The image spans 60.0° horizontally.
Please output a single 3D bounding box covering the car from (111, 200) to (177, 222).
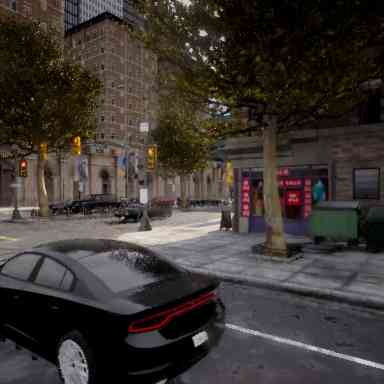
[{"bbox_3d":[-3.704,1.600,26.289,1.895,1.301,4.718,0,0,39],"label":"car"}]

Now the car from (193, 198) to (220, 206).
[{"bbox_3d":[2.649,1.600,54.448,1.895,1.301,4.718,0,0,36],"label":"car"}]

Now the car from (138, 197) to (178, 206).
[{"bbox_3d":[-4.481,1.476,44.576,1.882,1.535,5.008,0,0,36],"label":"car"}]

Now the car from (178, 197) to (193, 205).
[{"bbox_3d":[-0.923,1.562,55.491,1.994,1.385,4.181,0,0,35],"label":"car"}]

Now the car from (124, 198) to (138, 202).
[{"bbox_3d":[-7.766,1.524,45.983,1.812,1.442,4.674,0,0,36],"label":"car"}]

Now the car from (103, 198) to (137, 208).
[{"bbox_3d":[-10.271,1.593,47.917,1.895,1.301,4.718,0,0,36],"label":"car"}]

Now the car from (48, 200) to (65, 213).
[{"bbox_3d":[-13.763,1.546,37.679,2.033,1.411,5.357,0,0,36],"label":"car"}]

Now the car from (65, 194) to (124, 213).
[{"bbox_3d":[-10.498,1.220,36.226,2.150,2.045,5.566,0,0,36],"label":"car"}]

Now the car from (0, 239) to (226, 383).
[{"bbox_3d":[-1.860,1.490,5.237,5.008,1.535,1.882,0,0,38],"label":"car"}]
